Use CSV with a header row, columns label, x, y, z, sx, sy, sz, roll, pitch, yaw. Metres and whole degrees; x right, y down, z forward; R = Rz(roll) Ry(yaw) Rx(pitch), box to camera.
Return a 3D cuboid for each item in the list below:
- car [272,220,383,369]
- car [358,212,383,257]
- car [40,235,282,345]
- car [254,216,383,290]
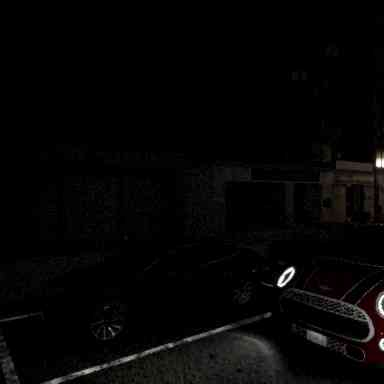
label,x,y,z,sx,sy,sz,roll,pitch,yaw
car,3.488,1.353,5.740,4.553,1.767,2.097,0,0,-35
car,8.565,1.528,12.866,4.829,1.417,1.752,0,0,-35
car,-0.530,1.567,6.387,4.313,1.339,1.947,0,0,-35
car,4.087,1.547,9.675,4.507,1.381,1.887,0,0,-35
